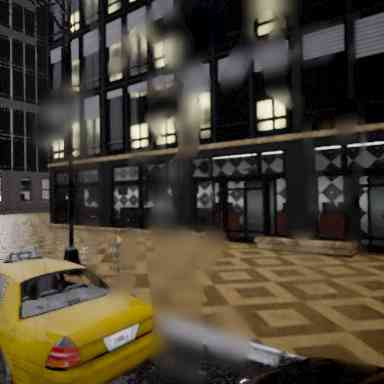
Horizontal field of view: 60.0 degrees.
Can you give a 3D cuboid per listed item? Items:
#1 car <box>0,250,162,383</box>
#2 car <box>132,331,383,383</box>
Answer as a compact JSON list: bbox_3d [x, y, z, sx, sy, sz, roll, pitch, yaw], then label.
[{"bbox_3d":[-2.642,1.549,4.941,4.829,1.417,1.752,0,-1,36],"label":"car"},{"bbox_3d":[1.992,1.562,1.427,4.313,1.339,1.947,0,-1,36],"label":"car"}]
